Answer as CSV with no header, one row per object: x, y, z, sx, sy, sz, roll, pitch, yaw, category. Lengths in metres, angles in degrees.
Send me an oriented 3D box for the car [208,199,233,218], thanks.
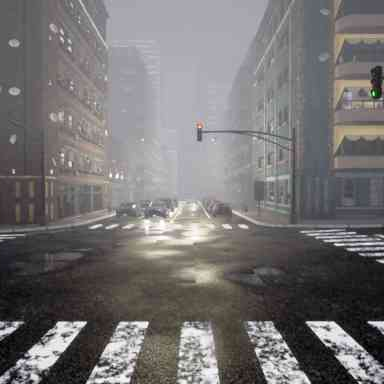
2.704,1.584,30.277,1.802,1.307,4.206,0,0,0,car

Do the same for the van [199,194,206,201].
2.736,1.379,85.512,1.690,1.788,3.998,-1,0,0,van

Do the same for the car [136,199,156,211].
-5.670,1.573,41.341,1.947,1.339,4.313,0,0,0,car

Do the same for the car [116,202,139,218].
-5.677,1.568,30.294,1.947,1.339,4.313,0,0,0,car

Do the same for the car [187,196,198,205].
0.038,1.543,59.734,1.812,1.442,4.674,0,0,0,car

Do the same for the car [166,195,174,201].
-5.643,1.563,85.359,1.752,1.417,4.829,0,0,0,car

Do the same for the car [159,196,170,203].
-5.653,1.605,68.959,1.802,1.307,4.206,0,0,0,car

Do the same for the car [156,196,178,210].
-3.072,1.511,39.918,1.837,1.490,4.892,0,0,0,car

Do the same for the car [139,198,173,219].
-3.082,1.550,29.800,2.033,1.411,5.357,0,0,0,car

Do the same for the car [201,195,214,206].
2.714,1.554,46.847,1.887,1.381,4.507,0,0,0,car

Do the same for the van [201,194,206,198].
2.716,1.354,52.370,1.690,1.788,3.998,0,0,0,van

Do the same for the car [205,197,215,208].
2.707,1.570,35.800,1.947,1.339,4.313,0,0,0,car

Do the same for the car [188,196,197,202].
0.045,1.452,69.770,1.895,1.301,4.718,0,0,0,car

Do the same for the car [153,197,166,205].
-5.660,1.561,57.912,1.887,1.381,4.507,0,0,0,car
